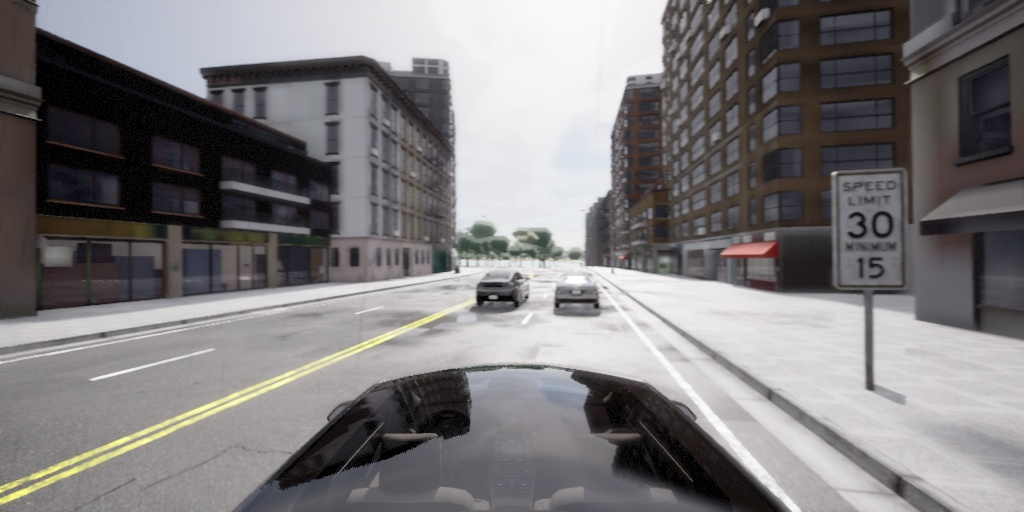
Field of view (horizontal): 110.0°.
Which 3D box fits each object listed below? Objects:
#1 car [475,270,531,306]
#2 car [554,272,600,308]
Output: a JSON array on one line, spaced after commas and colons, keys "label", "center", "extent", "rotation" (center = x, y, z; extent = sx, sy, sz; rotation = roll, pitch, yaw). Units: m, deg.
[{"label": "car", "center": [-0.320, 1.389, 16.581], "extent": [1.837, 1.490, 4.892], "rotation": [-1, 0, 10]}, {"label": "car", "center": [2.822, 1.391, 15.701], "extent": [2.033, 1.411, 5.357], "rotation": [-1, 0, 10]}]
